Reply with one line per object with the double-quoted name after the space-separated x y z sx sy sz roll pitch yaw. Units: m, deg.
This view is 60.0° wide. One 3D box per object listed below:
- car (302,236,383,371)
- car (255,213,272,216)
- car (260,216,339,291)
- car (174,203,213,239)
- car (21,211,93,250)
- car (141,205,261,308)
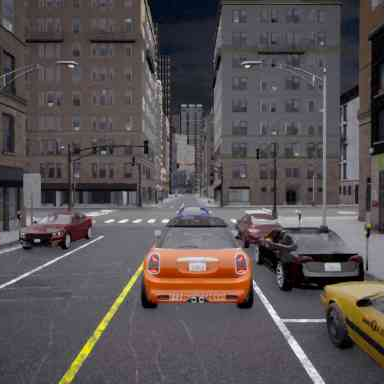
2.867 1.524 3.437 1.752 1.417 4.829 -1 0 0 "car"
2.870 1.577 14.439 1.802 1.307 4.206 -1 0 0 "car"
2.869 1.563 8.854 1.947 1.339 4.313 -1 0 0 "car"
0.105 1.472 18.339 1.882 1.535 5.008 0 0 1 "car"
-5.675 1.540 14.438 1.887 1.381 4.507 -1 0 0 "car"
0.099 1.350 8.051 2.097 1.767 4.553 0 0 0 "car"
